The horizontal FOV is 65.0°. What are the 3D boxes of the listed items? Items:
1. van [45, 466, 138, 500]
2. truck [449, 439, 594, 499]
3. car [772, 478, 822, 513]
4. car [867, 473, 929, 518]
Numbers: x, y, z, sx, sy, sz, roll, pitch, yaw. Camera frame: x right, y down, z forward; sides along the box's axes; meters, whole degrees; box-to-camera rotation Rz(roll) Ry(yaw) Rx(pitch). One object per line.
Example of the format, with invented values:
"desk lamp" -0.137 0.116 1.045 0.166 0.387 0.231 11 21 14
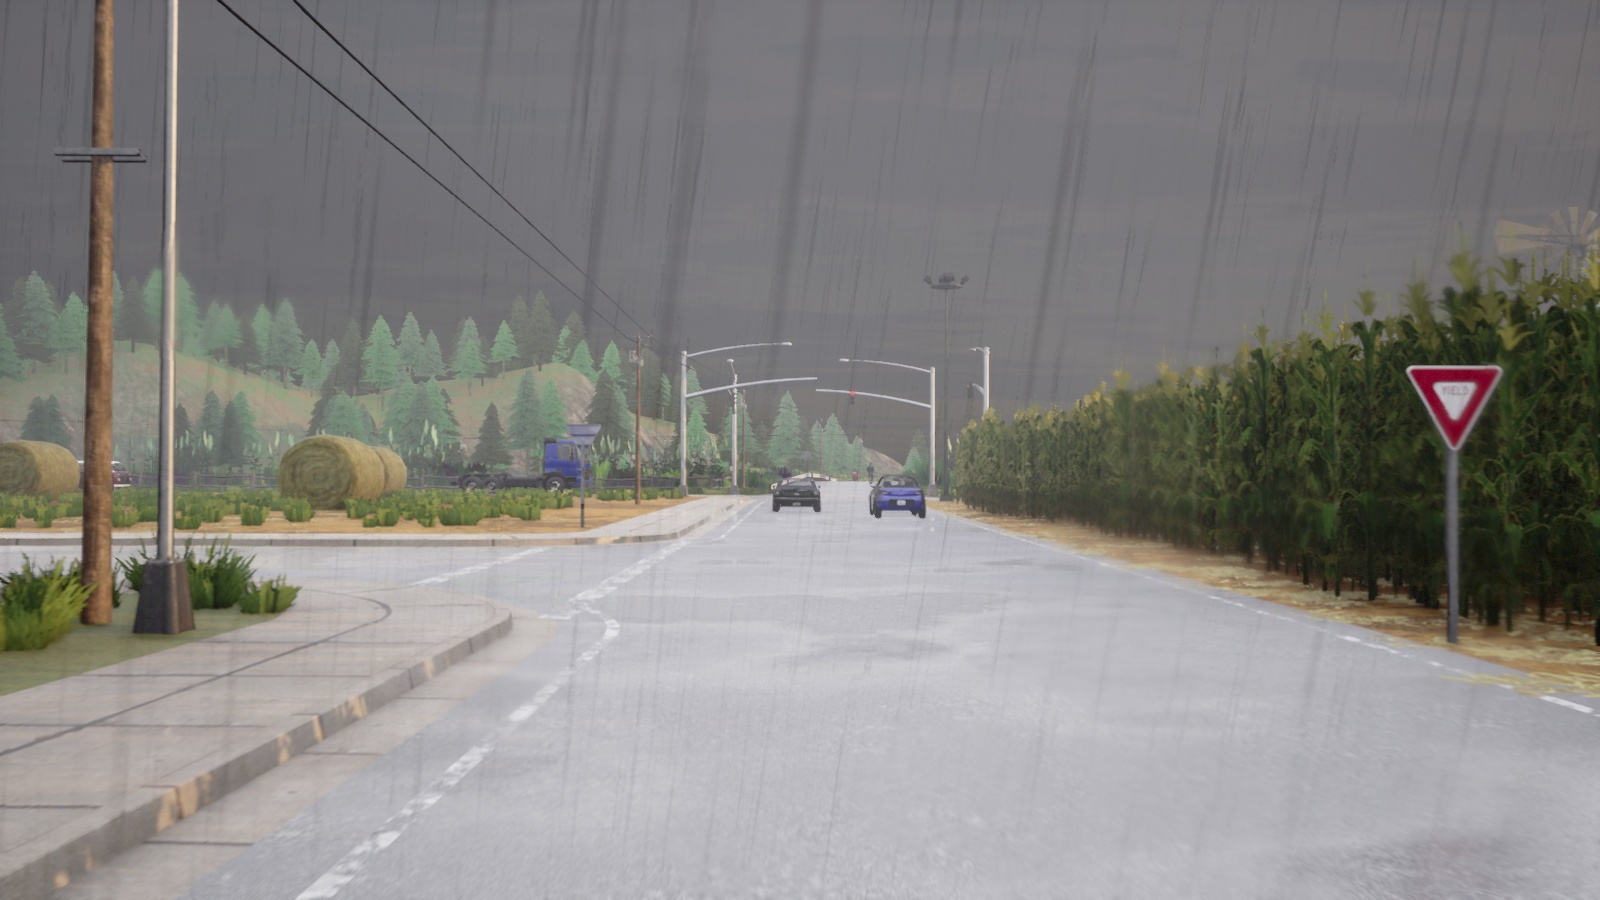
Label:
"van" -43.117 1.980 76.500 4.480 2.038 2.069 0 -1 3
"truck" -16.605 1.146 75.197 7.936 3.462 2.891 0 -1 3
"car" -0.120 1.756 49.273 1.895 1.301 4.718 0 -1 0
"car" 3.393 1.568 44.144 1.816 1.474 4.193 0 -1 0
